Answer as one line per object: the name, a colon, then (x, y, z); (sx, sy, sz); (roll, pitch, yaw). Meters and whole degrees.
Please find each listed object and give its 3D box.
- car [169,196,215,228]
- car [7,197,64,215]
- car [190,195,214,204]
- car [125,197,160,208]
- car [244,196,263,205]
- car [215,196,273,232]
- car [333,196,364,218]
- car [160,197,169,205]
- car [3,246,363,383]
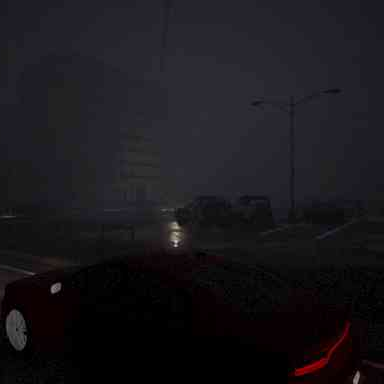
car: (0.902, 1.153, 20.753); (1.932, 1.855, 4.605); (0, 0, 34)
car: (-15.772, 1.547, 33.862); (2.033, 1.411, 5.357); (0, 0, 34)
car: (1.912, 1.243, 60.068); (2.128, 1.511, 4.902); (0, 0, 34)
car: (-7.166, 1.600, 46.692); (1.895, 1.301, 4.718); (0, 0, 34)
car: (11.440, 1.526, 61.532); (1.812, 1.442, 4.674); (0, 0, 34)
car: (3.270, 1.156, 19.088); (1.905, 1.878, 3.866); (0, 0, 34)
car: (15.288, 1.395, 32.049); (1.970, 1.475, 3.806); (0, 0, 34)
car: (-5.570, 1.525, 55.309); (1.812, 1.442, 4.674); (0, 0, 34)
car: (-0.565, 1.478, 4.390); (5.008, 1.535, 1.882); (0, 0, 35)
